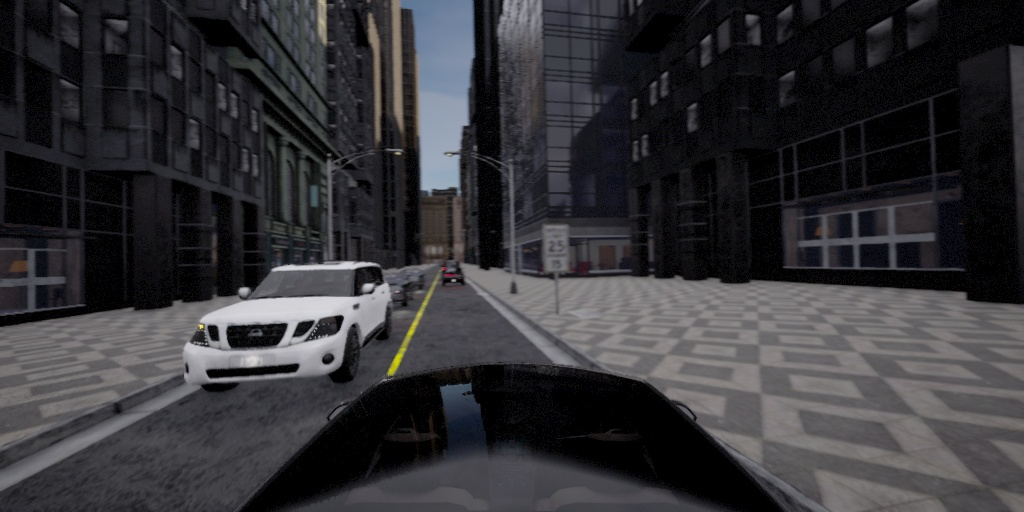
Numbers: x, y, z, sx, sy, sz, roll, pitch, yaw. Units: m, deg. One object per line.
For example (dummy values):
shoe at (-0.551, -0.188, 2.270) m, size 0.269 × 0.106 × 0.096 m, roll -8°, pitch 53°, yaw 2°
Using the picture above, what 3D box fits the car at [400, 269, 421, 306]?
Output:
car at (-5.846, 1.570, 17.472) m, size 2.128 × 1.511 × 4.902 m, roll -1°, pitch -1°, yaw -10°

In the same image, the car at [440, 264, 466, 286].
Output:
car at (-5.011, 1.705, 30.512) m, size 1.837 × 1.490 × 4.892 m, roll -1°, pitch -1°, yaw -10°

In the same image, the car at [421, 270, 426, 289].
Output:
car at (-7.725, 1.729, 27.677) m, size 2.128 × 1.511 × 4.902 m, roll -1°, pitch -1°, yaw -10°

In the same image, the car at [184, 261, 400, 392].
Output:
car at (-4.020, 1.140, 7.671) m, size 2.150 × 2.045 × 5.566 m, roll -1°, pitch -1°, yaw -9°

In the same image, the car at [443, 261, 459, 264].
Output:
car at (-6.913, 1.565, 40.774) m, size 2.150 × 2.045 × 5.566 m, roll -1°, pitch -1°, yaw -11°
